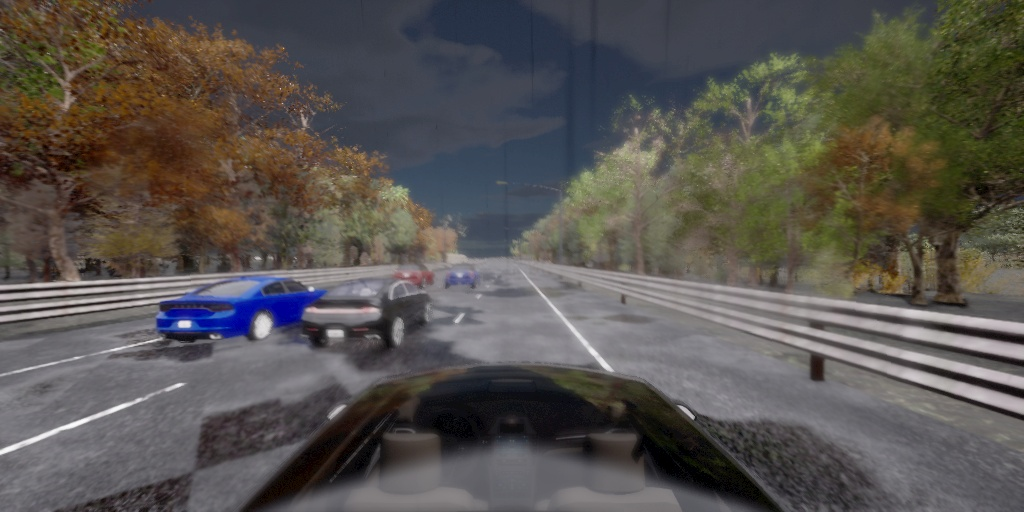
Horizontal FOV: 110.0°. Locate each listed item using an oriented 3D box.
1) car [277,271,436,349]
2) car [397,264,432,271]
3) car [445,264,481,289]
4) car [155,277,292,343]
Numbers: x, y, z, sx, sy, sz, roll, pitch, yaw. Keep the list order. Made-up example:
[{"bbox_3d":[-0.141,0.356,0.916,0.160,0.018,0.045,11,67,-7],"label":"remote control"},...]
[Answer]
[{"bbox_3d":[-3.412,1.322,9.374,2.128,1.511,4.902,0,-1,0],"label":"car"},{"bbox_3d":[-6.929,1.355,25.834,2.097,1.767,4.553,0,-1,0],"label":"car"},{"bbox_3d":[-3.428,1.355,25.834,2.097,1.767,4.553,0,-1,0],"label":"car"},{"bbox_3d":[-6.911,1.316,10.053,1.882,1.535,5.008,0,-1,0],"label":"car"}]
